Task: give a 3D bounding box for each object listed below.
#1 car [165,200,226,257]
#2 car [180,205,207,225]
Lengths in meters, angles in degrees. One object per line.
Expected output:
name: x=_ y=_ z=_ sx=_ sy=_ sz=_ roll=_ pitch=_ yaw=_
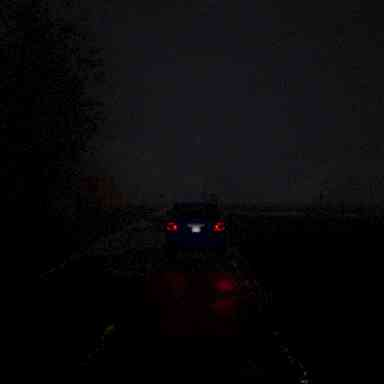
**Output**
car: x=0.110 y=1.323 z=13.532 sx=2.150 sy=2.045 sz=5.566 roll=0 pitch=0 yaw=0
car: x=0.105 y=1.756 z=26.444 sx=1.994 sy=1.385 sz=4.181 roll=0 pitch=0 yaw=-1
